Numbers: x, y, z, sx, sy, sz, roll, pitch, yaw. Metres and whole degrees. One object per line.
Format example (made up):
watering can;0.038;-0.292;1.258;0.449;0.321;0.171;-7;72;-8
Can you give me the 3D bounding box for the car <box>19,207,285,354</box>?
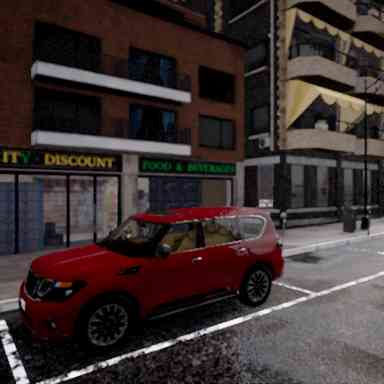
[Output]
car;-0.390;1.265;6.263;5.009;1.841;2.192;-1;2;-35
